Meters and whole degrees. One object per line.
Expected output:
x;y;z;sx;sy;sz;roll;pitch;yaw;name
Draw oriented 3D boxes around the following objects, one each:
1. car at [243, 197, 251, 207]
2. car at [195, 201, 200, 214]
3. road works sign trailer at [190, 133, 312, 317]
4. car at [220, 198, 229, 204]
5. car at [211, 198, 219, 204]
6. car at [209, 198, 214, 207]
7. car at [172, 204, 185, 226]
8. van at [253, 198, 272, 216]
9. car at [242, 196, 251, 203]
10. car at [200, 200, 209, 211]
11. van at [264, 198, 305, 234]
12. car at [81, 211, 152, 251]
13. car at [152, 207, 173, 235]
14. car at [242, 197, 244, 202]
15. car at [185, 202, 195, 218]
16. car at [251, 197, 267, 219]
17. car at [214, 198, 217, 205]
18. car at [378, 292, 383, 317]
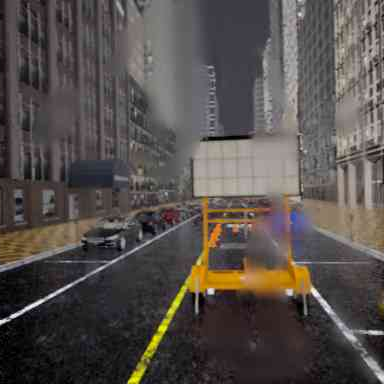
10.689;1.940;59.218;2.008;1.369;4.403;-2;-1;7;car
-0.559;1.995;37.758;1.802;1.307;4.206;-2;-1;7;car
1.223;0.518;7.581;2.380;3.560;2.880;-1;-1;7;road works sign trailer
8.620;2.261;87.284;1.812;1.442;4.674;-1;-1;7;car
6.034;2.323;88.312;1.752;1.417;4.829;-2;-1;7;car
2.381;2.136;60.301;2.008;1.369;4.403;-2;-1;7;car
-2.031;1.871;26.487;1.887;1.381;4.507;-2;-1;7;car
7.741;1.558;36.678;1.690;1.788;3.998;-2;-1;7;van
14.357;1.918;87.401;2.192;1.841;5.009;-2;-1;7;car
0.910;2.050;49.030;2.008;1.369;4.403;-2;-1;7;car
5.536;1.429;19.771;1.690;1.788;3.998;-2;-1;7;van
-3.501;1.791;15.215;2.008;1.369;4.403;-2;-1;7;car
-2.765;1.849;20.851;1.947;1.339;4.313;-2;-1;7;car
13.622;1.876;81.765;2.192;1.841;5.009;-2;-1;7;car
-1.296;1.920;32.122;2.008;1.369;4.403;-2;-1;7;car
7.005;1.489;31.043;2.192;1.841;5.009;-2;-1;7;car
3.852;2.253;71.572;1.802;1.307;4.206;-2;-1;7;car
3.358;1.484;3.030;1.752;1.417;4.829;-2;-1;7;car
